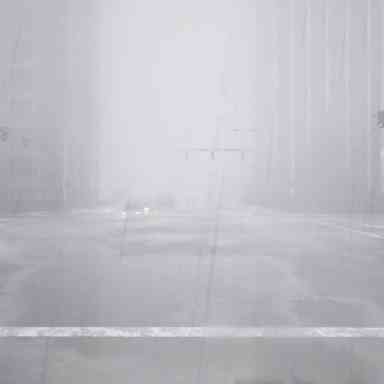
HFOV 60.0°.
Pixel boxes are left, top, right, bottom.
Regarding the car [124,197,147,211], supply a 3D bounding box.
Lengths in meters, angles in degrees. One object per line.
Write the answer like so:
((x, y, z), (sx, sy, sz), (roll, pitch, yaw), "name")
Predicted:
((-7.154, 1.478, 41.294), (1.882, 1.535, 5.008), (0, 0, 0), "car")

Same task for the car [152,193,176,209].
((-3.658, 1.221, 44.390), (2.150, 2.045, 5.566), (0, 0, 0), "car")

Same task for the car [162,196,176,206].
((-3.653, 1.478, 54.384), (1.882, 1.535, 5.008), (0, 0, 0), "car")

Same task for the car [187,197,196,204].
((-0.088, 1.601, 65.584), (1.895, 1.301, 4.718), (0, 0, 0), "car")

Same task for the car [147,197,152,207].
((-7.155, 1.492, 50.781), (2.128, 1.511, 4.902), (0, 0, 0), "car")

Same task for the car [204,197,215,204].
((3.413, 1.601, 65.049), (1.895, 1.301, 4.718), (0, 0, 0), "car")
